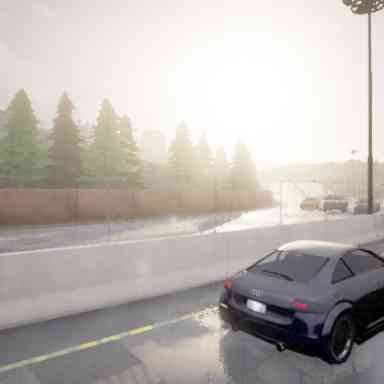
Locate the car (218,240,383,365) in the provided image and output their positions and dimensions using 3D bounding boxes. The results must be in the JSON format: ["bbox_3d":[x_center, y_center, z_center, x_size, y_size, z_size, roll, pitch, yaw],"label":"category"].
[{"bbox_3d":[2.463,1.574,5.936,4.181,1.385,1.994,0,0,-39],"label":"car"}]
